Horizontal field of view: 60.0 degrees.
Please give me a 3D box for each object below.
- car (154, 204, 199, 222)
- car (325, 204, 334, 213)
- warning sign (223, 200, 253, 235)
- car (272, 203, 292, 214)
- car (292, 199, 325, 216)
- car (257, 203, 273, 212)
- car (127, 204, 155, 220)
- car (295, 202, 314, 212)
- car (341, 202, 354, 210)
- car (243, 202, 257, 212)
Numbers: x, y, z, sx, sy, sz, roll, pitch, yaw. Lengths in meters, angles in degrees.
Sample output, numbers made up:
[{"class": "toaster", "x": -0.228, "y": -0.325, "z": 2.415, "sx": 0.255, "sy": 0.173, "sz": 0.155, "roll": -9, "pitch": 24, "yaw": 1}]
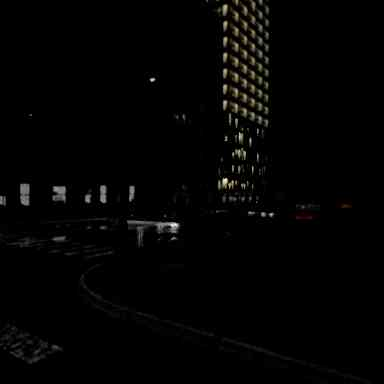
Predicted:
[{"class": "car", "x": -1.011, "y": 1.893, "z": 30.747, "sx": 1.837, "sy": 1.490, "sz": 4.892, "roll": 0, "pitch": -1, "yaw": 33}, {"class": "car", "x": 21.375, "y": 2.536, "z": 53.330, "sx": 1.994, "sy": 1.385, "sz": 4.181, "roll": 0, "pitch": -1, "yaw": 33}, {"class": "warning sign", "x": 2.626, "y": 1.415, "z": 18.904, "sx": 1.300, "sy": 1.860, "sz": 1.060, "roll": 2, "pitch": 1, "yaw": 33}, {"class": "car", "x": 13.338, "y": 2.346, "z": 46.754, "sx": 1.994, "sy": 1.385, "sz": 4.181, "roll": 0, "pitch": -1, "yaw": 33}, {"class": "car", "x": 15.636, "y": 2.007, "z": 44.351, "sx": 2.150, "sy": 2.045, "sz": 5.566, "roll": 0, "pitch": -1, "yaw": 35}, {"class": "car", "x": 12.479, "y": 2.373, "z": 51.548, "sx": 2.033, "sy": 1.411, "sz": 5.357, "roll": 0, "pitch": -1, "yaw": 33}, {"class": "car", "x": -4.160, "y": 1.882, "z": 31.861, "sx": 1.812, "sy": 1.442, "sz": 4.674, "roll": 0, "pitch": -1, "yaw": 33}, {"class": "car", "x": 18.642, "y": 2.479, "z": 55.089, "sx": 1.812, "sy": 1.442, "sz": 4.674, "roll": 0, "pitch": -1, "yaw": 33}, {"class": "car", "x": 30.947, "y": 2.730, "z": 66.098, "sx": 1.882, "sy": 1.535, "sz": 5.008, "roll": 0, "pitch": -1, "yaw": 33}, {"class": "car", "x": 9.594, "y": 2.350, "z": 53.077, "sx": 2.033, "sy": 1.411, "sz": 5.357, "roll": 0, "pitch": -1, "yaw": 33}]
